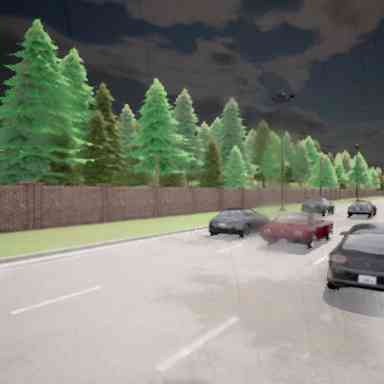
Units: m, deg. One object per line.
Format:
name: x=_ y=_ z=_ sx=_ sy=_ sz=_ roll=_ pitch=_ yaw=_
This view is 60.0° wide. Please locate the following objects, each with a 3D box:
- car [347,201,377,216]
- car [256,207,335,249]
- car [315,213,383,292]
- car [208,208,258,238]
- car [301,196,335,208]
car: x=14.965 y=1.464 z=29.227 sx=2.033 sy=1.411 sz=5.357 roll=0 pitch=0 yaw=35
car: x=4.730 y=1.560 z=14.488 sx=1.895 sy=1.301 sz=4.718 roll=0 pitch=0 yaw=35
car: x=4.672 y=1.501 z=8.269 sx=1.812 sy=1.442 sz=4.674 roll=0 pitch=0 yaw=35
car: x=2.586 y=1.516 z=17.534 sx=1.994 sy=1.385 sz=4.181 roll=0 pitch=0 yaw=35
car: x=11.634 y=1.266 z=30.562 sx=2.097 sy=1.767 sz=4.553 roll=0 pitch=0 yaw=35
